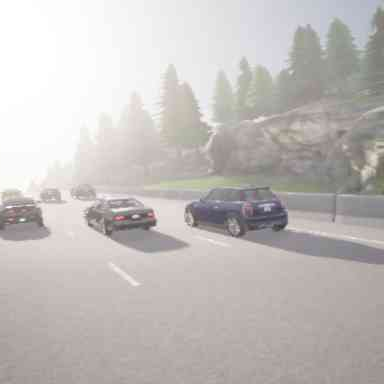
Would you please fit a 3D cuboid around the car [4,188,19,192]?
[{"bbox_3d":[-20.892,0.293,38.601,1.882,1.535,5.008,-5,4,-29],"label":"car"}]

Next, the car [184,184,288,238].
[{"bbox_3d":[1.472,0.535,12.944,2.097,1.767,4.553,-5,4,-29],"label":"car"}]

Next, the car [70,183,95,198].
[{"bbox_3d":[-12.463,-0.191,37.823,2.097,1.767,4.553,-5,4,-29],"label":"car"}]

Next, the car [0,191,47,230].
[{"bbox_3d":[-8.902,0.945,17.196,1.837,1.490,4.892,-5,4,-29],"label":"car"}]

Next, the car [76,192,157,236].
[{"bbox_3d":[-3.279,0.881,14.310,2.033,1.411,5.357,-5,4,-29],"label":"car"}]

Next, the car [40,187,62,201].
[{"bbox_3d":[-15.159,0.222,35.514,1.837,1.490,4.892,-5,4,-29],"label":"car"}]
